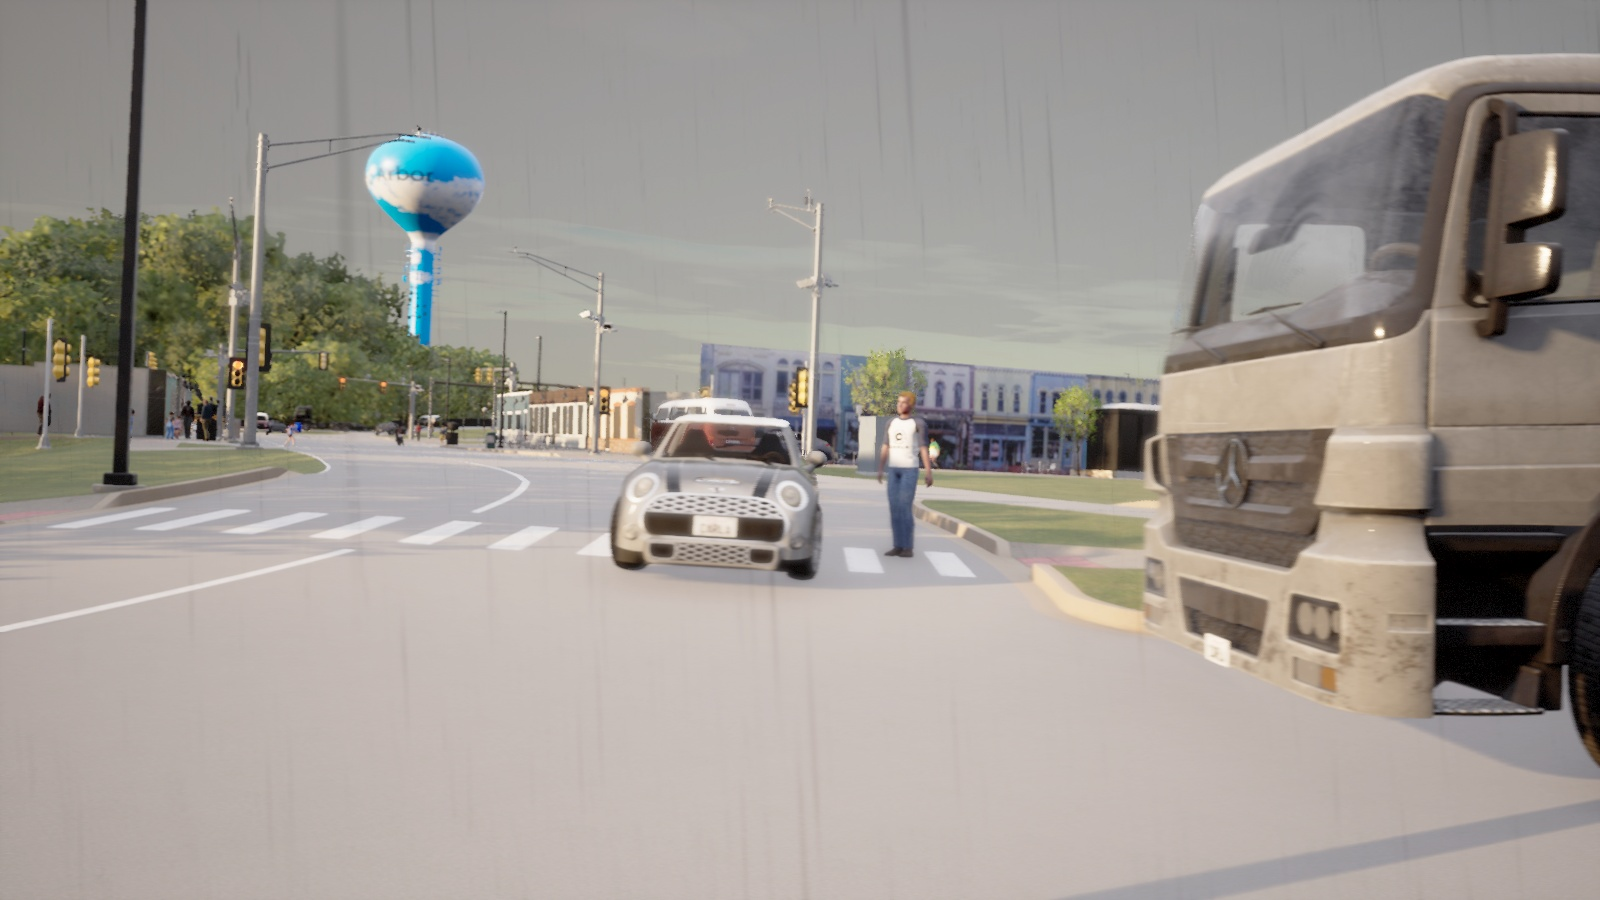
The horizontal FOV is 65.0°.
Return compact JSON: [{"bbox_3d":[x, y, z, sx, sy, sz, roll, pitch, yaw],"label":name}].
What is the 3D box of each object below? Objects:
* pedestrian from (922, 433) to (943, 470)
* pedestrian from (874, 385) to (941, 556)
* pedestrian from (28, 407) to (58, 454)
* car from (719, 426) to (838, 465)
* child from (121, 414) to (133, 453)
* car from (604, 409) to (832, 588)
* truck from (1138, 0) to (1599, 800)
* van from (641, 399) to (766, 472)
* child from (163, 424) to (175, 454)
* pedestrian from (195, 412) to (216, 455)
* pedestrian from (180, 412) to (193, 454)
[{"bbox_3d":[7.144,0.090,67.733,0.873,1.952,0.659,1,-1,-24],"label":"pedestrian"},{"bbox_3d":[1.197,0.223,13.894,0.354,1.836,0.706,0,-1,41],"label":"pedestrian"},{"bbox_3d":[-30.379,-0.778,50.421,0.899,1.844,0.634,1,-1,-20],"label":"pedestrian"},{"bbox_3d":[-0.977,-0.177,58.026,5.027,1.651,2.152,2,-1,-25],"label":"car"},{"bbox_3d":[-22.176,-0.537,41.372,0.270,1.263,0.437,1,-1,-33],"label":"child"},{"bbox_3d":[-0.717,0.369,13.020,1.970,1.475,3.806,2,3,0],"label":"car"},{"bbox_3d":[6.290,-0.291,7.041,7.936,3.462,2.891,-1,0,-4],"label":"truck"},{"bbox_3d":[-2.997,-0.441,38.147,2.069,2.038,4.480,1,0,-29],"label":"van"},{"bbox_3d":[-27.280,-0.483,54.288,0.270,1.263,0.437,1,-1,8],"label":"child"},{"bbox_3d":[-25.486,-0.712,53.846,0.726,1.842,0.402,1,-1,24],"label":"pedestrian"},{"bbox_3d":[-28.735,-0.783,58.852,0.402,1.930,0.666,1,-1,-16],"label":"pedestrian"}]
